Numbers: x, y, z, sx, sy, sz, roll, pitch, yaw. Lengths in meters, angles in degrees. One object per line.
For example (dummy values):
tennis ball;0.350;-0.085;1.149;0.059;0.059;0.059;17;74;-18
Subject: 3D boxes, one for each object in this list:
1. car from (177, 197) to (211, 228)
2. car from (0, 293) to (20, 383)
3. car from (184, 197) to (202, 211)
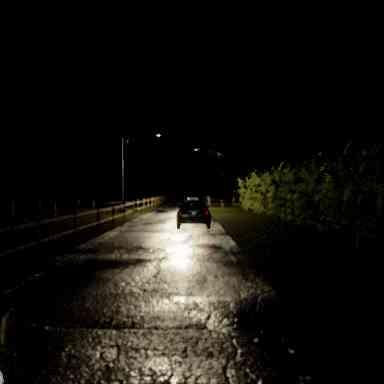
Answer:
car;0.104;1.299;22.026;2.097;1.767;4.553;0;0;0
car;-2.750;1.500;1.624;1.837;1.490;4.892;0;0;0
car;0.106;1.398;40.385;2.128;1.511;4.902;0;0;0
